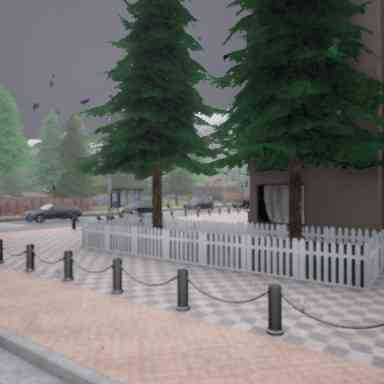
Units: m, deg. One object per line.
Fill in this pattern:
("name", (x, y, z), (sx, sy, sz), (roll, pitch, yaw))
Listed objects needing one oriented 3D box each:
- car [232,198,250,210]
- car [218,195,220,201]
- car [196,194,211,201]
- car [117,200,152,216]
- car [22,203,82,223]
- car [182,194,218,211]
("car", (7.144, 1.557, 44.374), (2.128, 1.511, 4.902), (0, 0, 37))
("car", (5.228, 1.323, 83.433), (1.932, 1.855, 4.605), (0, 0, 36))
("car", (2.963, 1.336, 84.590), (1.905, 1.878, 3.866), (0, 0, 36))
("car", (-5.403, 1.574, 33.935), (2.128, 1.511, 4.902), (0, 0, 37))
("car", (-11.022, 1.609, 26.496), (1.812, 1.442, 4.674), (0, 0, 37))
("car", (0.798, 1.433, 42.078), (2.097, 1.767, 4.553), (0, 0, 38))
